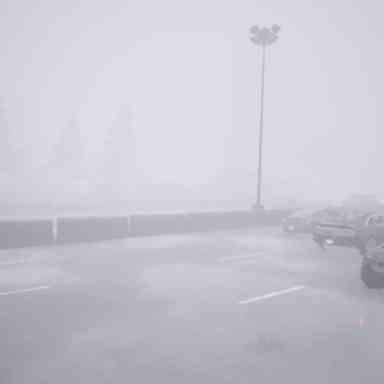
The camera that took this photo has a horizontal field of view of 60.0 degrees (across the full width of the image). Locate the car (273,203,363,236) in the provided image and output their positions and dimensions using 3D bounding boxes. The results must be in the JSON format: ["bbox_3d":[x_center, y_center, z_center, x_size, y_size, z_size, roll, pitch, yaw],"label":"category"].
[{"bbox_3d":[6.562,1.515,17.012,4.674,1.442,1.812,0,0,-35],"label":"car"}]

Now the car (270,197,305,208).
[{"bbox_3d":[13.905,1.526,48.184,5.357,1.411,2.033,0,0,-35],"label":"car"}]

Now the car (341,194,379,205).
[{"bbox_3d":[20.060,1.202,39.678,5.566,2.045,2.150,1,0,-35],"label":"car"}]

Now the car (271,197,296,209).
[{"bbox_3d":[12.285,1.452,42.779,5.008,1.535,1.882,0,0,-35],"label":"car"}]

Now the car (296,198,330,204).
[{"bbox_3d":[15.099,1.538,40.478,4.181,1.385,1.994,0,0,-35],"label":"car"}]

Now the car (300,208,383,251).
[{"bbox_3d":[6.681,1.482,12.800,4.902,1.511,2.128,0,0,-35],"label":"car"}]

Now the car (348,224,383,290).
[{"bbox_3d":[5.866,1.557,7.923,4.181,1.385,1.994,0,0,-35],"label":"car"}]
